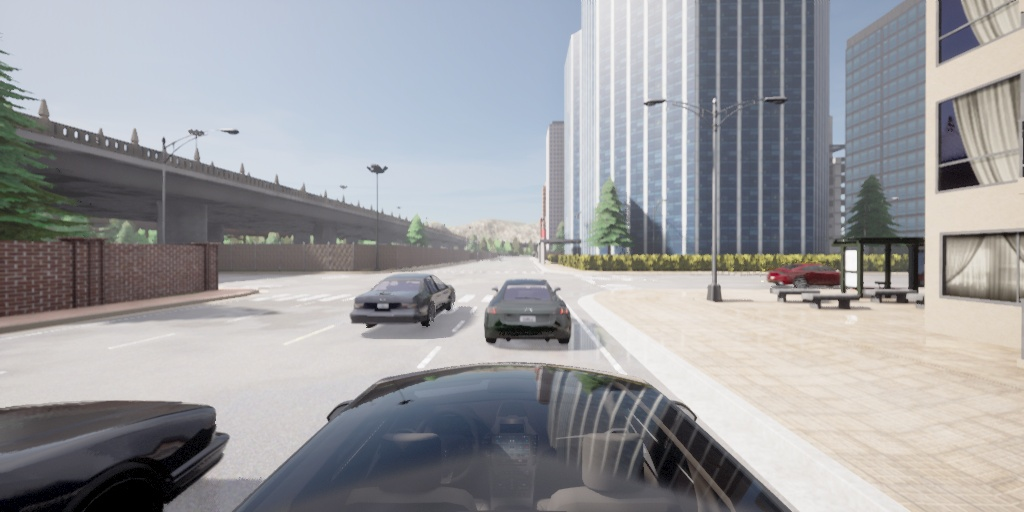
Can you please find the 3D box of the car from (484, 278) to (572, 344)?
[{"bbox_3d":[0.382,1.282,9.529,1.994,1.385,4.181,0,0,1],"label":"car"}]

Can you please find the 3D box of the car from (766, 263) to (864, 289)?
[{"bbox_3d":[18.622,1.197,22.141,5.008,1.535,1.882,0,0,3],"label":"car"}]

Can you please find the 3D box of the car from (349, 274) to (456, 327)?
[{"bbox_3d":[-3.102,1.260,11.302,2.033,1.411,5.357,0,0,1],"label":"car"}]

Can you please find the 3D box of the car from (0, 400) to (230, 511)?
[{"bbox_3d":[-3.309,1.303,0.524,2.033,1.411,5.357,0,0,0],"label":"car"}]
